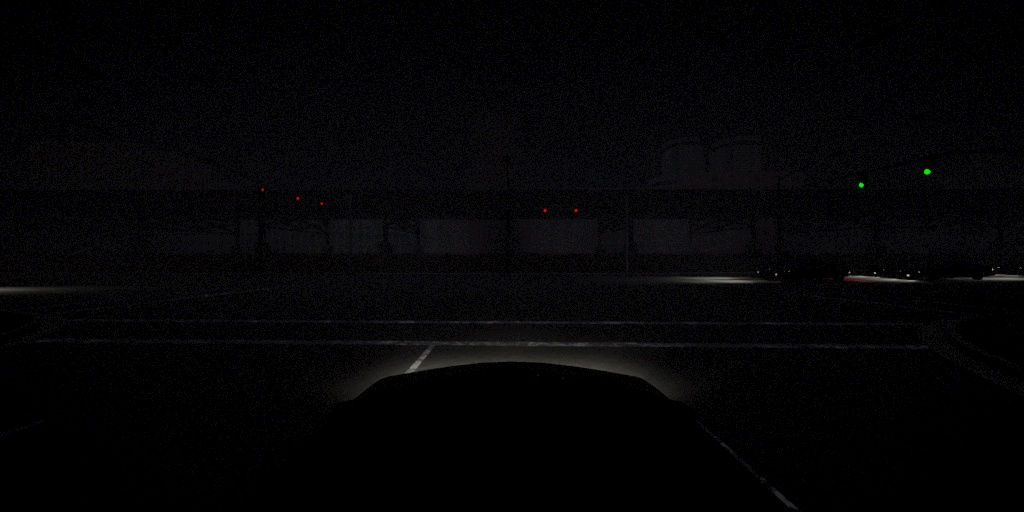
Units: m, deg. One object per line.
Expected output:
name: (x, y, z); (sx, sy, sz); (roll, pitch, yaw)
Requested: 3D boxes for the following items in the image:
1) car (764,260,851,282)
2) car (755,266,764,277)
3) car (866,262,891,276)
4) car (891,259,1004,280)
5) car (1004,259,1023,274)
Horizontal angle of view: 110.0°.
car: (22.053, 1.069, 26.531); (4.902, 1.511, 2.128); (-1, 0, 1)
car: (23.110, 1.055, 30.011); (4.902, 1.511, 2.128); (-1, 0, 2)
car: (32.850, 0.991, 29.754); (5.357, 1.411, 2.033); (-1, 0, 1)
car: (31.761, 1.009, 26.282); (5.357, 1.411, 2.033); (-1, 0, 1)
car: (43.500, 0.815, 29.466); (5.357, 1.411, 2.033); (-1, 0, 2)
